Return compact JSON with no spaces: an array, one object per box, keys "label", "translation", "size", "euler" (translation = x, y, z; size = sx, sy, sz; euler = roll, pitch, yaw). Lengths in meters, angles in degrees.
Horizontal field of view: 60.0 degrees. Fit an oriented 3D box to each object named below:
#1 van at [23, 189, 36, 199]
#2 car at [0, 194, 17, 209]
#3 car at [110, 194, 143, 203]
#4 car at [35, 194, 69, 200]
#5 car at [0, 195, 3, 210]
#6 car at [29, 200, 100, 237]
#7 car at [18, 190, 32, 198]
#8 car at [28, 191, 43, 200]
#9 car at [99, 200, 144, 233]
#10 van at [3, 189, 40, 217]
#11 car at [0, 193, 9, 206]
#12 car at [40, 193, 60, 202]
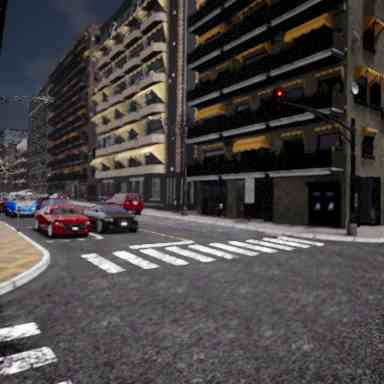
[{"label":"van","translation":[-32.696,0.379,66.983],"size":[1.690,1.788,3.998],"euler":[2,-1,-36]},{"label":"car","translation":[-19.611,0.949,34.558],"size":[1.887,1.381,4.507],"euler":[2,-1,-36]},{"label":"car","translation":[-6.191,1.056,30.304],"size":[2.192,1.841,5.009],"euler":[2,-1,-36]},{"label":"car","translation":[-10.561,1.186,26.434],"size":[2.033,1.411,5.357],"euler":[1,0,-36]},{"label":"car","translation":[-16.298,1.036,29.973],"size":[1.887,1.381,4.507],"euler":[2,-1,-36]},{"label":"car","translation":[-6.359,1.300,16.219],"size":[1.887,1.381,4.507],"euler":[2,-1,-36]},{"label":"car","translation":[-36.013,0.391,71.567],"size":[1.967,1.590,4.097],"euler":[2,-1,-36]},{"label":"car","translation":[-29.490,0.649,62.535],"size":[1.752,1.417,4.829],"euler":[2,-1,-36]},{"label":"car","translation":[-4.500,1.363,18.046],"size":[1.994,1.385,4.181],"euler":[1,0,-36]},{"label":"van","translation":[-12.977,0.921,25.389],"size":[1.690,1.788,3.998],"euler":[2,-1,-36]},{"label":"car","translation":[-22.824,0.844,39.006],"size":[1.752,1.417,4.829],"euler":[2,-1,-36]},{"label":"car","translation":[-22.765,0.867,53.227],"size":[1.947,1.339,4.313],"euler":[2,-1,-36]}]
